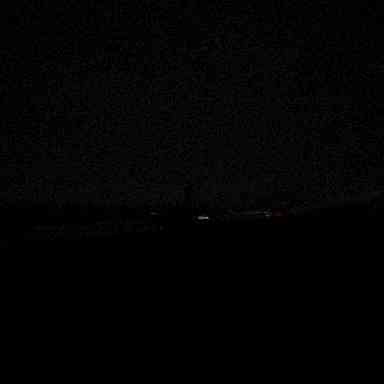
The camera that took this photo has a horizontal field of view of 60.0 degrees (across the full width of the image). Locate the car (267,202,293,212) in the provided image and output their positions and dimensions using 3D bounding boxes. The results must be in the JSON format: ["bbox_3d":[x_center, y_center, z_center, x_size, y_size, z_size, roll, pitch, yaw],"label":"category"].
[{"bbox_3d":[13.501,2.164,49.824,2.128,1.511,4.902,-2,0,36],"label":"car"}]

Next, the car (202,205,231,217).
[{"bbox_3d":[2.927,2.297,41.388,2.033,1.411,5.357,-2,-1,36],"label":"car"}]

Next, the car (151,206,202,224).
[{"bbox_3d":[-1.469,1.967,28.968,1.837,1.490,4.892,-2,-2,36],"label":"car"}]

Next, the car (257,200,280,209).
[{"bbox_3d":[12.570,2.037,54.621,1.895,1.301,4.718,-2,0,36],"label":"car"}]
